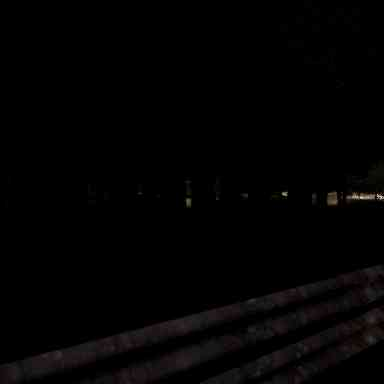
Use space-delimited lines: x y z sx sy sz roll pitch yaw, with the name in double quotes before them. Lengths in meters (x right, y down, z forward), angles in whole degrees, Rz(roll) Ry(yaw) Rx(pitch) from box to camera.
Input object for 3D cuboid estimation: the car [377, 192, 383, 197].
"car" 40.742 0.700 70.344 1.882 1.535 5.008 0 1 16
